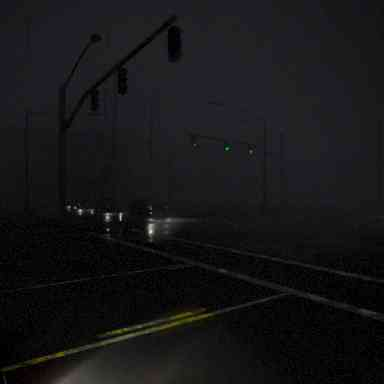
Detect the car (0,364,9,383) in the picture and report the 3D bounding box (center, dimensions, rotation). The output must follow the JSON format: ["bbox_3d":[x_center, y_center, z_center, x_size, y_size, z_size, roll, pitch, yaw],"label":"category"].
[{"bbox_3d":[-3.632,1.547,1.216,5.357,1.411,2.033,0,0,-35],"label":"car"}]

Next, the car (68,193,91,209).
[{"bbox_3d":[-15.559,1.221,46.656,2.150,2.045,5.566,0,0,-33],"label":"car"}]

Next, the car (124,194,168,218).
[{"bbox_3d":[-4.036,1.352,30.468,2.097,1.767,4.553,0,0,-36],"label":"car"}]

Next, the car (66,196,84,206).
[{"bbox_3d":[-19.597,1.492,56.043,2.128,1.511,4.902,0,0,-10],"label":"car"}]

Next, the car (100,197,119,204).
[{"bbox_3d":[-16.080,1.601,65.212,1.895,1.301,4.718,0,0,9],"label":"car"}]

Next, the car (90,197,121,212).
[{"bbox_3d":[-9.818,1.526,38.474,1.812,1.442,4.674,0,0,-36],"label":"car"}]

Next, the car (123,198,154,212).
[{"bbox_3d":[-6.515,1.526,40.182,1.812,1.442,4.674,0,0,-36],"label":"car"}]
